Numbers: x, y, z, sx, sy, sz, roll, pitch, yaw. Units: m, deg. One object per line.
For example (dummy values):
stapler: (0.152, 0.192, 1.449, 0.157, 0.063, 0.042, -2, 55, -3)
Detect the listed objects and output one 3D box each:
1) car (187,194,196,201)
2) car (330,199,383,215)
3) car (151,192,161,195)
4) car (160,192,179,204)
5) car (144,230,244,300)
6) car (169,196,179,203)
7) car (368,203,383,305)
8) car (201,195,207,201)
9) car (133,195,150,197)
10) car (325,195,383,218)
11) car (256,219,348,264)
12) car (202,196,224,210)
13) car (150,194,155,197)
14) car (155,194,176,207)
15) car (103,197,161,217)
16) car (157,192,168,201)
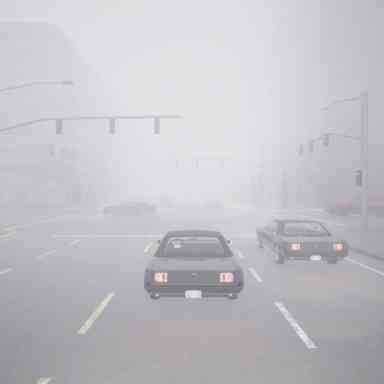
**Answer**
car: (-0.120, 1.355, 84.596, 2.097, 1.767, 4.553, 0, 0, 1)
car: (17.211, 1.533, 34.366, 5.008, 1.535, 1.882, 0, 0, 0)
car: (-7.346, 1.223, 65.868, 2.150, 2.045, 5.566, 0, 0, 1)
car: (-3.935, 1.221, 60.152, 2.150, 2.045, 5.566, 0, 0, 1)
car: (0.044, 1.601, 8.369, 1.895, 1.301, 4.718, 0, 0, 0)
car: (-3.770, 1.552, 70.064, 1.994, 1.385, 4.181, 0, 0, 1)
car: (3.594, 1.221, 2.002, 2.150, 2.045, 5.566, 0, 0, 0)
car: (3.388, 1.553, 85.432, 1.994, 1.385, 4.181, 0, 0, 1)
car: (-7.550, 1.352, 45.769, 2.097, 1.767, 4.553, 0, 0, 1)
car: (15.369, 1.277, 30.866, 5.566, 2.045, 2.150, 0, 0, 0)
car: (3.551, 1.601, 11.754, 1.895, 1.301, 4.718, 0, 0, 0)
car: (2.845, 1.599, 42.792, 1.895, 1.301, 4.718, 0, 0, -4)
car: (-7.498, 1.526, 54.517, 1.812, 1.442, 4.674, 0, 0, 1)
car: (-4.006, 1.492, 50.457, 2.128, 1.511, 4.902, 0, 0, 0)
car: (-5.729, 1.505, 30.894, 5.008, 1.535, 1.882, 0, 0, 0)
car: (-7.165, 1.097, 80.282, 2.150, 2.045, 5.566, 0, 0, 1)
